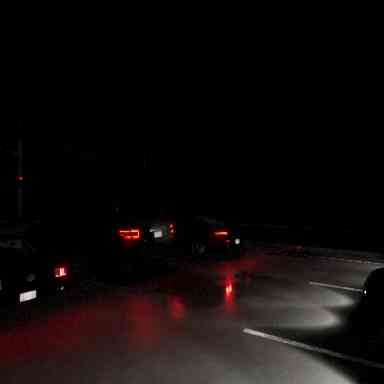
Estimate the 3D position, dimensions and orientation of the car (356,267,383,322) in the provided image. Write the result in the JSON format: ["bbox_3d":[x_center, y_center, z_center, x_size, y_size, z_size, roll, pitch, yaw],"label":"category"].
[{"bbox_3d":[5.289,1.547,4.519,5.357,1.411,2.033,0,0,36],"label":"car"}]

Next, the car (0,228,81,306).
[{"bbox_3d":[-4.773,1.601,7.353,4.718,1.301,1.895,0,0,36],"label":"car"}]

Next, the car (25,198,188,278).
[{"bbox_3d":[-3.075,1.221,10.444,5.566,2.045,2.150,0,0,36],"label":"car"}]

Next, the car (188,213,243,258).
[{"bbox_3d":[-0.310,1.526,12.761,4.674,1.442,1.812,0,0,36],"label":"car"}]
